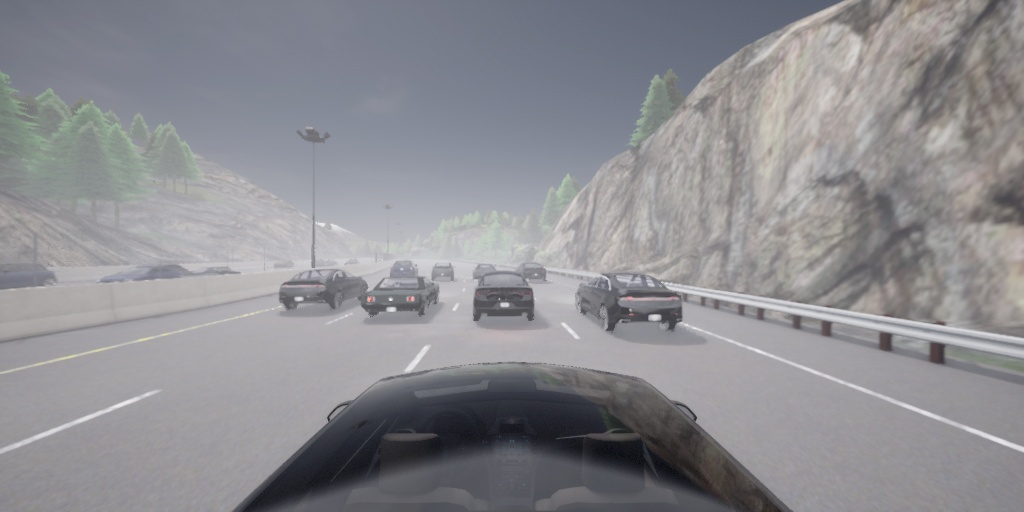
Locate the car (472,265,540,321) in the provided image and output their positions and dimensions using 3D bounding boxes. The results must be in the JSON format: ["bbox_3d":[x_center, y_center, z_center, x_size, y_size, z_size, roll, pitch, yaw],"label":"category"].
[{"bbox_3d":[-0.351,1.238,12.649,1.882,1.535,5.008,0,0,-3],"label":"car"}]

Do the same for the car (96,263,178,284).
[{"bbox_3d":[-22.481,1.343,21.960,1.812,1.442,4.674,0,0,-7],"label":"car"}]

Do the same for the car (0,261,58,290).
[{"bbox_3d":[-29.355,1.183,20.430,2.097,1.767,4.553,0,0,-7],"label":"car"}]

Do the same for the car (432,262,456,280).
[{"bbox_3d":[-5.954,1.280,31.228,2.128,1.511,4.902,0,0,-9],"label":"car"}]

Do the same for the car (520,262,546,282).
[{"bbox_3d":[1.433,1.248,29.200,1.882,1.535,5.008,0,0,-8],"label":"car"}]

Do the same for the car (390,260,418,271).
[{"bbox_3d":[-9.801,1.151,32.859,2.097,1.767,4.553,0,0,-10],"label":"car"}]

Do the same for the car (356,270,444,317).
[{"bbox_3d":[-3.877,1.370,13.326,1.895,1.301,4.718,0,0,-4],"label":"car"}]

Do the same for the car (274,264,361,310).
[{"bbox_3d":[-7.512,1.270,14.787,2.128,1.511,4.902,0,0,-4],"label":"car"}]

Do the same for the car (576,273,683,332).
[{"bbox_3d":[3.251,1.242,10.855,2.128,1.511,4.902,0,0,-3],"label":"car"}]

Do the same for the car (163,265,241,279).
[{"bbox_3d":[-19.058,1.374,22.673,1.994,1.385,4.181,0,0,-7],"label":"car"}]
